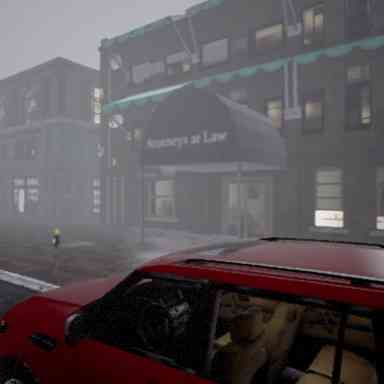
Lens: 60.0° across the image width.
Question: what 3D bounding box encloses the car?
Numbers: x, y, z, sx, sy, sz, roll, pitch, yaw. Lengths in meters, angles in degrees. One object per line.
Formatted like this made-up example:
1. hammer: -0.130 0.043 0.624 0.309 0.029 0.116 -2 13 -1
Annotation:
1. car: 0.426 1.313 2.573 5.009 1.841 2.192 0 0 36
